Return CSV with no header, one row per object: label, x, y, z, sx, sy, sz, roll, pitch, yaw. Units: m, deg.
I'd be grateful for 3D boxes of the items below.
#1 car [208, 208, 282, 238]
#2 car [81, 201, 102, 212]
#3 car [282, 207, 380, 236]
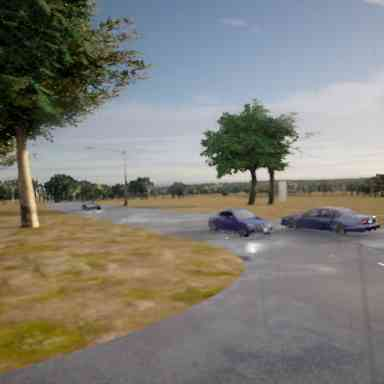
car,2.667,1.689,19.255,1.812,1.442,4.674,-2,1,-29
car,-14.307,1.973,47.027,2.033,1.411,5.357,-3,0,-30
car,7.621,1.553,18.895,2.033,1.411,5.357,-3,1,-34
